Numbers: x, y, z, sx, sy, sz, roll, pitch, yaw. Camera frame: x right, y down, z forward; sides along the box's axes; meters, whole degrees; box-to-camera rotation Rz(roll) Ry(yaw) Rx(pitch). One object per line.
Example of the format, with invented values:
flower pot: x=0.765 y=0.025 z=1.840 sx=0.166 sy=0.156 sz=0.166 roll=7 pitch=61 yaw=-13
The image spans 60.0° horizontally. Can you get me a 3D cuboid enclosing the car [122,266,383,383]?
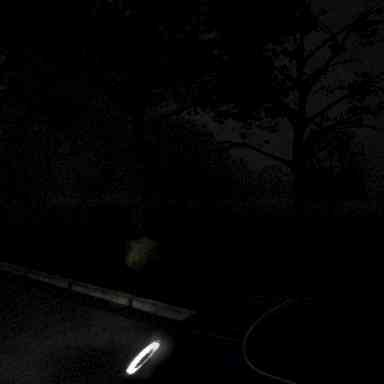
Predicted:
car: x=1.584 y=1.353 z=2.259 sx=4.553 sy=1.767 sz=2.097 roll=0 pitch=0 yaw=36
